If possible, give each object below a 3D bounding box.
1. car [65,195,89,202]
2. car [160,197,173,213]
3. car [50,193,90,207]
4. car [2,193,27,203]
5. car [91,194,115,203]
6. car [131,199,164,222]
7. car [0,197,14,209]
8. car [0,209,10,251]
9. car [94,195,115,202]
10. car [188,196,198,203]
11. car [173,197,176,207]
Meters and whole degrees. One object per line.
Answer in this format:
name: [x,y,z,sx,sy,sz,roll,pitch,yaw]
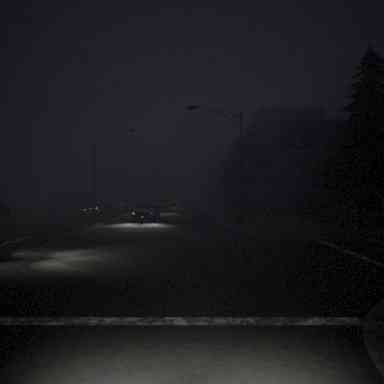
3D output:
car: [-24.953,1.335,72.111,4.514,1.523,2.007,0,0,0]
car: [-3.550,1.489,38.210,1.882,1.535,5.008,0,0,0]
car: [-17.196,1.127,46.323,4.605,1.855,1.932,0,0,0]
car: [-34.971,1.133,65.181,4.605,1.855,1.932,0,0,0]
car: [-17.591,1.188,62.023,5.027,1.636,2.152,0,0,0]
car: [-3.571,1.534,26.303,1.812,1.442,4.674,0,0,0]
car: [-17.353,1.398,27.739,3.633,1.501,1.845,0,0,0]
car: [-8.916,1.496,10.682,5.008,1.535,1.882,0,0,-8]
car: [-17.908,1.269,68.441,3.806,1.475,1.970,0,0,0]
car: [0.187,1.513,68.670,2.128,1.511,4.902,0,0,0]
car: [-3.519,1.493,51.640,1.882,1.535,5.008,0,0,0]
